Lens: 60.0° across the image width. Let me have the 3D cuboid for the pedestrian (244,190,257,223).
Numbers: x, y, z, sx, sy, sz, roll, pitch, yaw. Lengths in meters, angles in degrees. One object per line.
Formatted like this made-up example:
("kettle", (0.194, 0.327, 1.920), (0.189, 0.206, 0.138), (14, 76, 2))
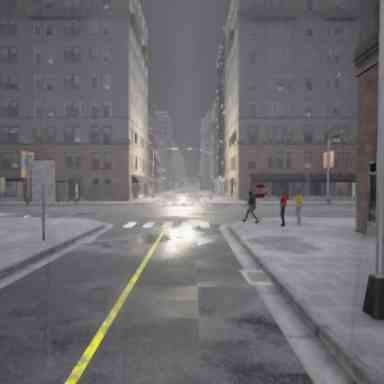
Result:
("pedestrian", (3.137, 0.754, 17.805), (0.375, 1.860, 0.375), (0, 1, 0))

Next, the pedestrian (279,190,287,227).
("pedestrian", (4.517, 0.779, 16.605), (0.375, 1.860, 0.375), (0, 1, 0))

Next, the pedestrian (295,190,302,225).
("pedestrian", (5.517, 0.767, 17.204), (0.375, 1.860, 0.375), (0, 1, 0))
